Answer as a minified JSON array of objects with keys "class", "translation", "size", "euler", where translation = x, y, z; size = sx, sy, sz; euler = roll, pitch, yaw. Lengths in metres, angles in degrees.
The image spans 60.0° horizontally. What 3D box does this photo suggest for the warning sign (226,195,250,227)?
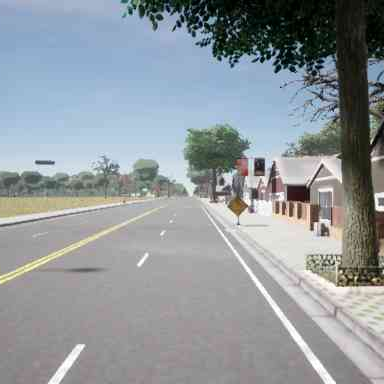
[{"class":"warning sign","translation":[2.830,1.146,20.455],"size":[1.300,1.860,1.060],"euler":[-1,-1,0]}]
